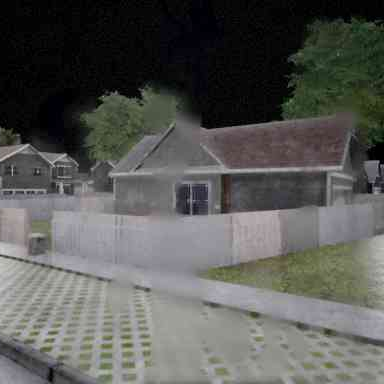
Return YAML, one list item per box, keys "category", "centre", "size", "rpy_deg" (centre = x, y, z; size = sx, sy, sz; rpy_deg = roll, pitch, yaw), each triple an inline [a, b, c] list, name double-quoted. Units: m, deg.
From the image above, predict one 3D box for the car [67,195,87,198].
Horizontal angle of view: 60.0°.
- category: "car"
  centre: [-12.753, 1.166, 36.183]
  size: [1.837, 1.490, 4.892]
  rpy_deg: [1, 1, 34]
